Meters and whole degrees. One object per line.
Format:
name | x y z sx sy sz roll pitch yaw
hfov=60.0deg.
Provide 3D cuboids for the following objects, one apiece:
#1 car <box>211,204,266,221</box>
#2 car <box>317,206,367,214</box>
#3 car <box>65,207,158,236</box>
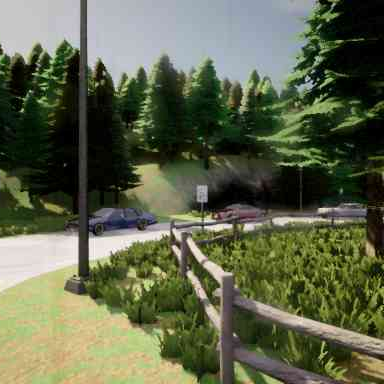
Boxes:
car | 3.550 1.591 25.152 4.181 1.385 1.994 0 0 -26
car | 13.073 1.628 28.034 4.718 1.301 1.895 0 0 -6
car | -4.400 1.574 19.122 2.033 1.411 5.357 0 0 41
